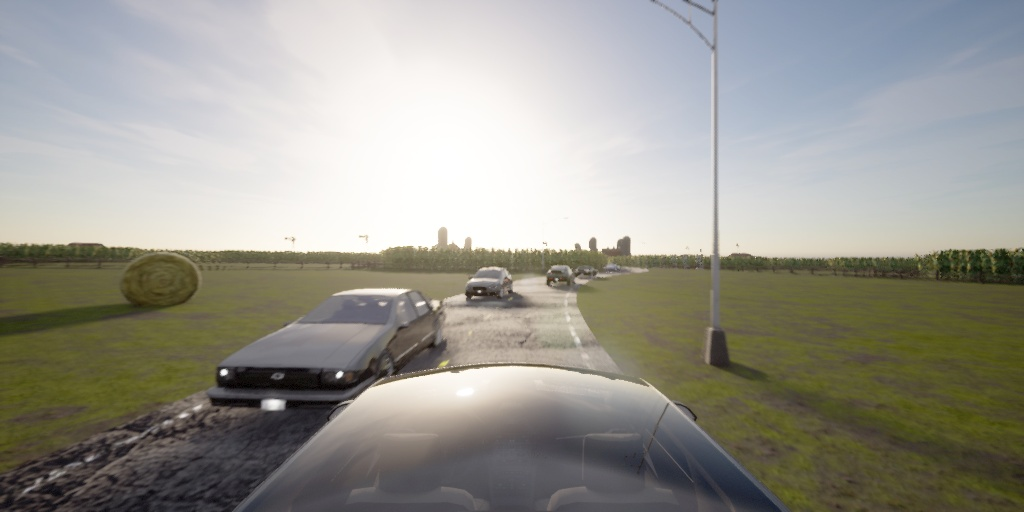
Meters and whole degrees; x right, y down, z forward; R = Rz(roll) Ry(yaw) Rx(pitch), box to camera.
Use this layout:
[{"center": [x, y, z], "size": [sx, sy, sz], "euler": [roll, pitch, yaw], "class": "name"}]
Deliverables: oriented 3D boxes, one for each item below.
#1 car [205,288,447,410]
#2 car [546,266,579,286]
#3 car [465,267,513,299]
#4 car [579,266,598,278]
[{"center": [-2.600, 1.332, 6.738], "size": [2.033, 1.411, 5.357], "euler": [0, -1, 3], "class": "car"}, {"center": [3.971, 1.546, 28.898], "size": [1.837, 1.490, 4.892], "euler": [0, -1, 16], "class": "car"}, {"center": [-1.137, 1.415, 19.589], "size": [1.837, 1.490, 4.892], "euler": [0, 1, 10], "class": "car"}, {"center": [8.805, 1.837, 42.310], "size": [1.895, 1.301, 4.718], "euler": [0, -1, 24], "class": "car"}]
